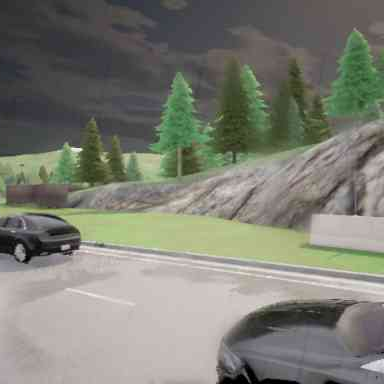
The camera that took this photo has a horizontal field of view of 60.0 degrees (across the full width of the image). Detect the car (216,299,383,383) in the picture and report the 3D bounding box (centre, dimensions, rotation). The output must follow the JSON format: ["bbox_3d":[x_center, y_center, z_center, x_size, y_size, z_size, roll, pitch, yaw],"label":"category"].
[{"bbox_3d":[2.486,1.491,2.388,4.902,1.511,2.128,0,0,34],"label":"car"}]

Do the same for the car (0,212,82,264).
[{"bbox_3d":[-6.016,1.499,11.895,4.892,1.490,1.837,0,0,34],"label":"car"}]
